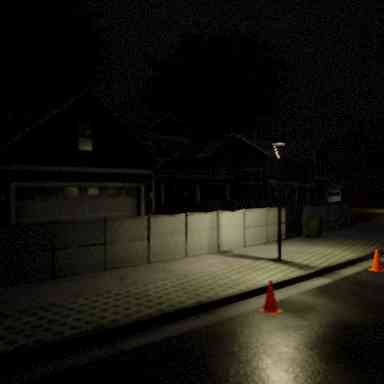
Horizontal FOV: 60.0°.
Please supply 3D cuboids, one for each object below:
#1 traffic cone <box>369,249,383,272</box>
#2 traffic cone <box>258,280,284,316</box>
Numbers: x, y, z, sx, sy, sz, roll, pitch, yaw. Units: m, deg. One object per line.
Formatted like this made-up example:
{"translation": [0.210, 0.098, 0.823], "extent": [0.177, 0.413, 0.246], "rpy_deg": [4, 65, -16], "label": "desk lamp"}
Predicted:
{"translation": [5.216, 1.910, 9.371], "extent": [0.340, 0.580, 0.340], "rpy_deg": [0, 0, -41], "label": "traffic cone"}
{"translation": [1.477, 1.938, 6.229], "extent": [0.340, 0.580, 0.340], "rpy_deg": [0, 0, -39], "label": "traffic cone"}
